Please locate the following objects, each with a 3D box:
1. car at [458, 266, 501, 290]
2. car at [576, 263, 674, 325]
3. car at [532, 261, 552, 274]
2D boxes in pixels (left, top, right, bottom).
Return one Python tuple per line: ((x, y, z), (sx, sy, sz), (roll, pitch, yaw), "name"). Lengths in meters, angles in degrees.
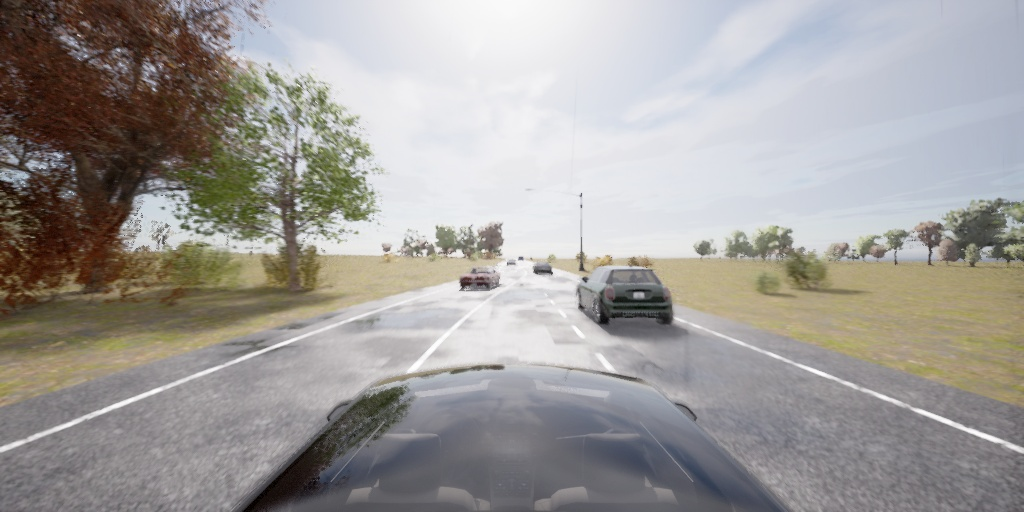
((-1.945, 1.332, 22.738), (1.895, 1.301, 4.718), (0, 0, 7), "car")
((3.487, 1.095, 11.973), (2.097, 1.767, 4.553), (0, 0, 0), "car")
((3.459, 1.283, 41.042), (1.994, 1.385, 4.181), (0, 0, 0), "car")
